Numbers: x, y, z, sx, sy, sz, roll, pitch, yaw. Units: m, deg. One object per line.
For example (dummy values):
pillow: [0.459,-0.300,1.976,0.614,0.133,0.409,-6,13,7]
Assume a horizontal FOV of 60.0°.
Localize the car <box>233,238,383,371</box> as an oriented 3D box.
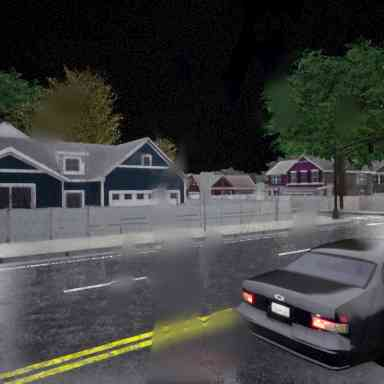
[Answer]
car: [3.158,1.539,5.719,5.357,1.411,2.033,0,0,-36]
